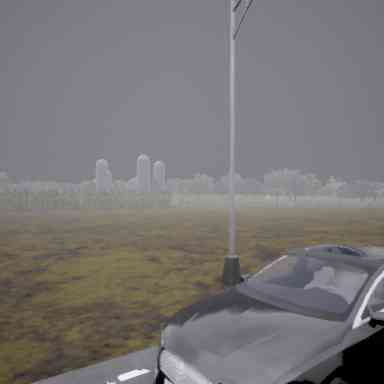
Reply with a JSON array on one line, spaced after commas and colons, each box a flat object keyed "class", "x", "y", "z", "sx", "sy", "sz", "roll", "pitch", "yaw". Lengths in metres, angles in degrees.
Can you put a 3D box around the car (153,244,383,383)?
[{"class": "car", "x": 1.862, "y": 1.507, "z": 4.265, "sx": 4.902, "sy": 1.511, "sz": 2.128, "roll": 0, "pitch": 0, "yaw": -35}]
